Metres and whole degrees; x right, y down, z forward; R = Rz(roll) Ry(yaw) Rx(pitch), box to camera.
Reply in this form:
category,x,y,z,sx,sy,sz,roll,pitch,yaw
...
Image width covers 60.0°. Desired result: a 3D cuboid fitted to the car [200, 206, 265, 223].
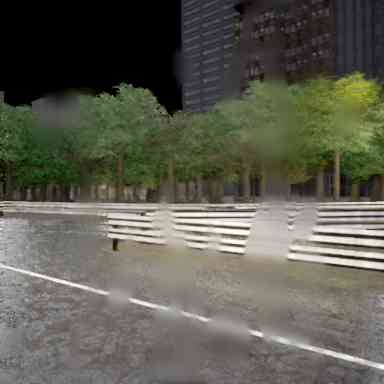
category,x,y,z,sx,sy,sz,roll,pitch,yaw
car,1.313,1.503,18.424,5.357,1.411,2.033,-1,0,15
